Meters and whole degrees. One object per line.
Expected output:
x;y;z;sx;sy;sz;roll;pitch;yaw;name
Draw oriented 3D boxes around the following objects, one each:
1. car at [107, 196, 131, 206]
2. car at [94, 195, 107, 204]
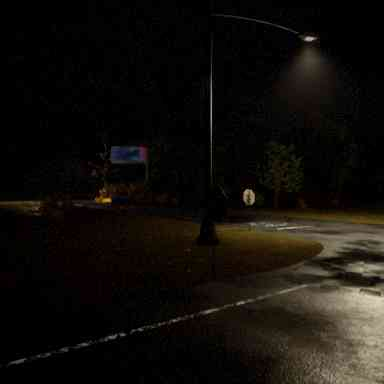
-11.540;1.384;53.802;1.882;1.535;5.008;0;0;-33;car
-16.335;1.368;60.905;1.882;1.535;5.008;0;0;-34;car
